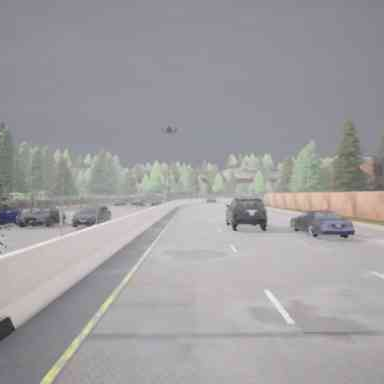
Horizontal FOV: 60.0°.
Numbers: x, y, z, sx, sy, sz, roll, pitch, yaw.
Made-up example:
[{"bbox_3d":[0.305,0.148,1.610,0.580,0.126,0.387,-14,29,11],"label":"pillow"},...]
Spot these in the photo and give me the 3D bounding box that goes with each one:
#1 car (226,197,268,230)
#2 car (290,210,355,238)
[{"bbox_3d":[3.590,1.419,22.586,2.150,2.045,5.566,0,-1,0],"label":"car"},{"bbox_3d":[7.088,1.710,18.612,2.033,1.411,5.357,0,-1,0],"label":"car"}]
